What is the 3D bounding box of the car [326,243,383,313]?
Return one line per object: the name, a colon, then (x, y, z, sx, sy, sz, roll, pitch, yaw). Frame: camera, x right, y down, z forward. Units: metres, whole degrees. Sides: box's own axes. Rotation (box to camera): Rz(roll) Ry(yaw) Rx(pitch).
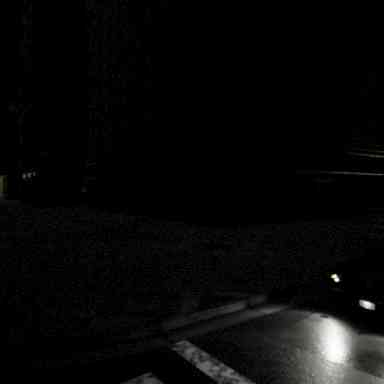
car: (5.253, 1.535, 7.096, 5.357, 1.411, 2.033, 0, 0, -32)
